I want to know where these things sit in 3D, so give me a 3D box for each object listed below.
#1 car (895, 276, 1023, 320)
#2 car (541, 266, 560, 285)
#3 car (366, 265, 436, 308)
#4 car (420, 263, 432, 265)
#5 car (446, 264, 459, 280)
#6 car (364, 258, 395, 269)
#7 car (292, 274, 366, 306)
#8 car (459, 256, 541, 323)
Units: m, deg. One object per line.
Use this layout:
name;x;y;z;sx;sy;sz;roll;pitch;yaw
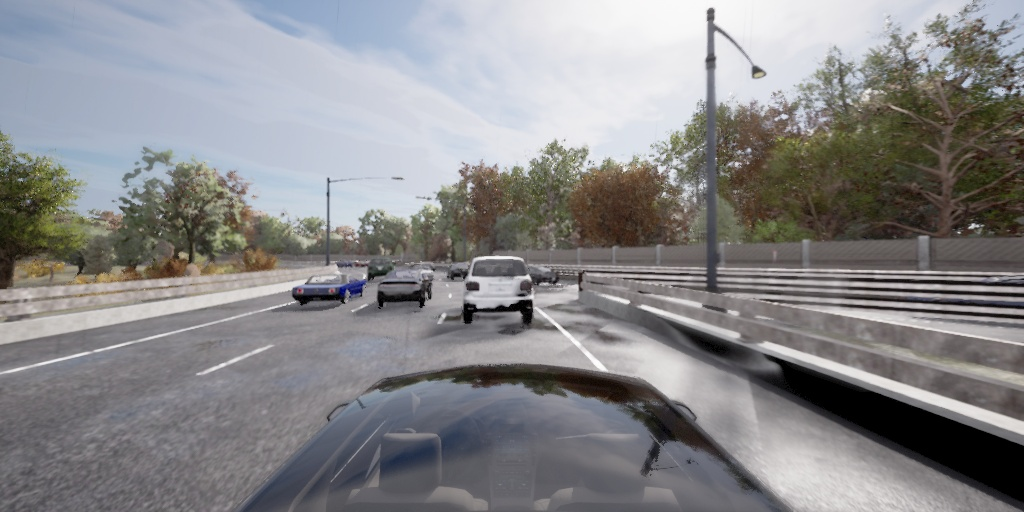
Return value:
car;15.500;1.327;10.932;5.357;1.411;2.033;-1;-1;43
car;1.562;1.438;26.728;1.812;1.442;4.674;0;0;-35
car;-4.564;1.339;15.751;2.128;1.511;4.902;0;0;-8
car;-8.237;1.561;32.519;1.895;1.301;4.718;0;0;-16
car;-5.101;1.469;34.041;1.837;1.490;4.892;0;0;-17
car;-12.097;1.193;33.177;2.150;2.045;5.566;0;0;-18
car;-8.189;1.460;16.628;1.895;1.301;4.718;0;0;-9
car;-0.613;1.042;12.743;2.150;2.045;5.566;0;-1;-6
